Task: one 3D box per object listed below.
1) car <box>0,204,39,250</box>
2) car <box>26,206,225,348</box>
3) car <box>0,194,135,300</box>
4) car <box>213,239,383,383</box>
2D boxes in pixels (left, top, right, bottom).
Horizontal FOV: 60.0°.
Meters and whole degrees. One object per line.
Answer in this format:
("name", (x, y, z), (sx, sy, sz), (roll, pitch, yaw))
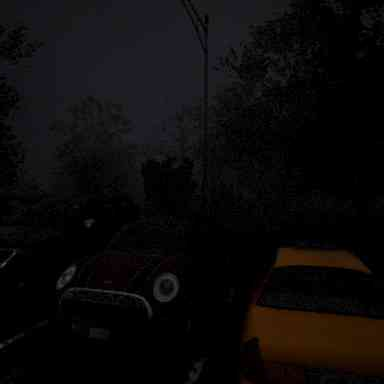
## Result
("car", (-8.000, 1.268, 11.612), (2.231, 1.521, 4.892), (1, 0, 14))
("car", (-0.646, 1.301, 6.584), (2.185, 1.767, 4.553), (2, 0, 15))
("car", (-3.093, 1.122, 8.220), (2.435, 2.045, 5.566), (2, 0, 15))
("car", (1.815, 1.472, 5.032), (1.946, 1.575, 5.366), (1, 0, 15))
